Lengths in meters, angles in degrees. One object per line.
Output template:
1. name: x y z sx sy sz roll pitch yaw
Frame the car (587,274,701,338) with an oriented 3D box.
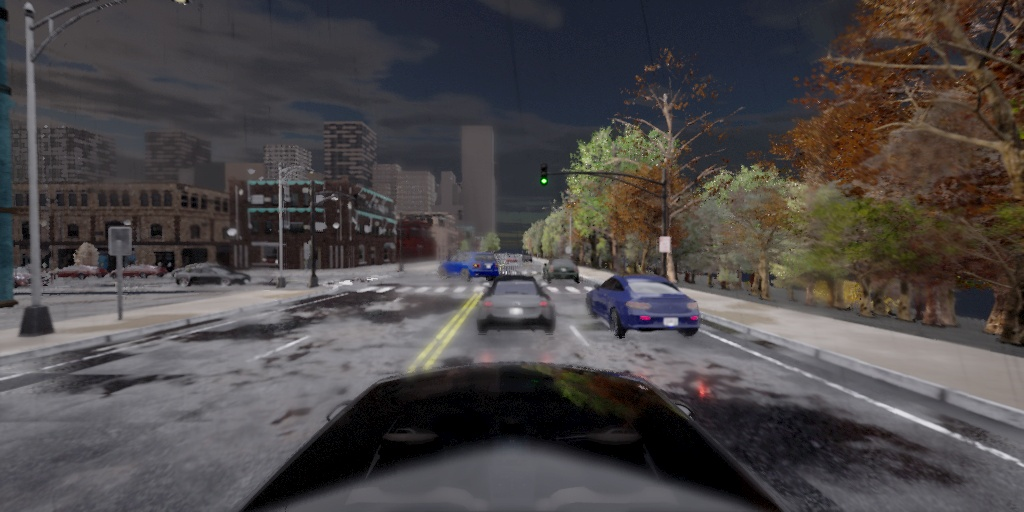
1. car: 3.353 1.205 9.835 1.812 1.442 4.674 0 0 0

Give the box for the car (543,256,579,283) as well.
1. car: 3.358 0.895 25.283 2.097 1.767 4.553 0 0 0

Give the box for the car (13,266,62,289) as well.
1. car: -33.816 1.403 24.194 4.097 1.591 1.967 0 0 0

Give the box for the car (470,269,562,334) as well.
1. car: 0.104 1.239 10.310 1.994 1.385 4.181 0 1 0

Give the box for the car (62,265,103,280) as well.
1. car: -39.340 1.451 32.583 4.207 1.307 1.802 0 0 0

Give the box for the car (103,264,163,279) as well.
1. car: -33.806 1.389 32.573 4.207 1.307 1.802 0 0 0

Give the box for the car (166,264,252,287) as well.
1. car: -19.940 1.372 24.050 4.313 1.339 1.948 0 0 0

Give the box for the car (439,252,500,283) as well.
1. car: -3.190 0.763 25.673 2.150 2.045 5.566 1 0 -38

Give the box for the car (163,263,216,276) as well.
1. car: -28.270 1.294 32.564 4.403 1.370 2.007 0 0 0
